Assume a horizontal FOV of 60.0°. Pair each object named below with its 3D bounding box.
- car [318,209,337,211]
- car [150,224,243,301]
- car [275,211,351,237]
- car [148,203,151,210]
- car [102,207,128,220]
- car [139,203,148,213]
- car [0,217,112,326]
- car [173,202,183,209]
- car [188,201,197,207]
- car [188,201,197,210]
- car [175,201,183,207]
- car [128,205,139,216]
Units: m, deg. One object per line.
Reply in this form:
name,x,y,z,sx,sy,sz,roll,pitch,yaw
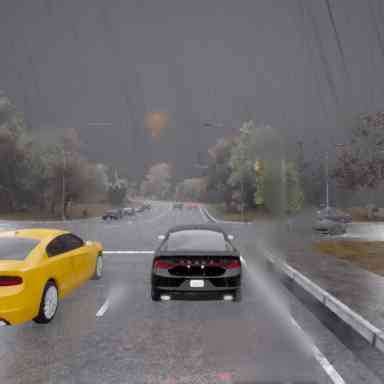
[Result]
car,12.463,2.439,31.572,4.892,1.490,1.837,0,-2,0
car,0.102,1.566,8.544,1.882,1.535,5.008,0,-1,0
car,7.363,2.039,20.845,4.181,1.385,1.994,0,-2,0
car,-10.339,3.231,75.322,2.033,1.411,5.357,0,0,0
car,-10.515,3.002,44.766,2.033,1.411,5.357,0,-2,1
car,-10.402,3.247,64.741,2.128,1.511,4.902,0,0,1
car,-3.405,1.543,7.302,1.882,1.535,5.008,0,-1,0
car,-3.336,3.184,76.688,1.837,1.490,4.892,0,0,0
car,0.084,3.162,86.333,2.033,1.411,5.357,0,0,-3
car,0.165,3.043,76.175,2.097,1.767,4.553,0,0,0
car,-3.432,3.167,86.756,1.994,1.385,4.181,0,0,-3
car,-10.467,3.212,54.636,1.812,1.442,4.674,0,-1,0
